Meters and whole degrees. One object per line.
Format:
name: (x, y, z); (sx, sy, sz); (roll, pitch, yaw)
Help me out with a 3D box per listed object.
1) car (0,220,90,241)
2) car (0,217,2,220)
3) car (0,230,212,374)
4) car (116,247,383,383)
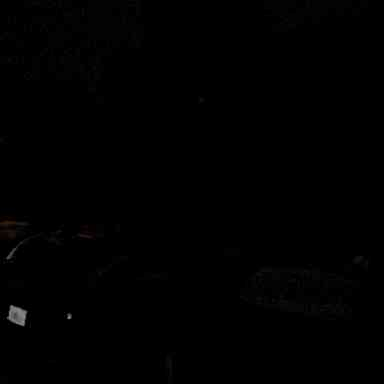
car: (-2.950, 1.454, 7.379); (2.231, 1.521, 4.892); (0, 0, 36)
car: (-5.079, 1.440, 9.139); (1.946, 1.575, 5.366); (0, 0, 36)
car: (-0.687, 1.493, 5.803); (2.163, 1.488, 4.792); (0, 0, 36)
car: (1.539, 1.515, 4.177); (2.002, 1.452, 4.674); (0, 0, 36)
